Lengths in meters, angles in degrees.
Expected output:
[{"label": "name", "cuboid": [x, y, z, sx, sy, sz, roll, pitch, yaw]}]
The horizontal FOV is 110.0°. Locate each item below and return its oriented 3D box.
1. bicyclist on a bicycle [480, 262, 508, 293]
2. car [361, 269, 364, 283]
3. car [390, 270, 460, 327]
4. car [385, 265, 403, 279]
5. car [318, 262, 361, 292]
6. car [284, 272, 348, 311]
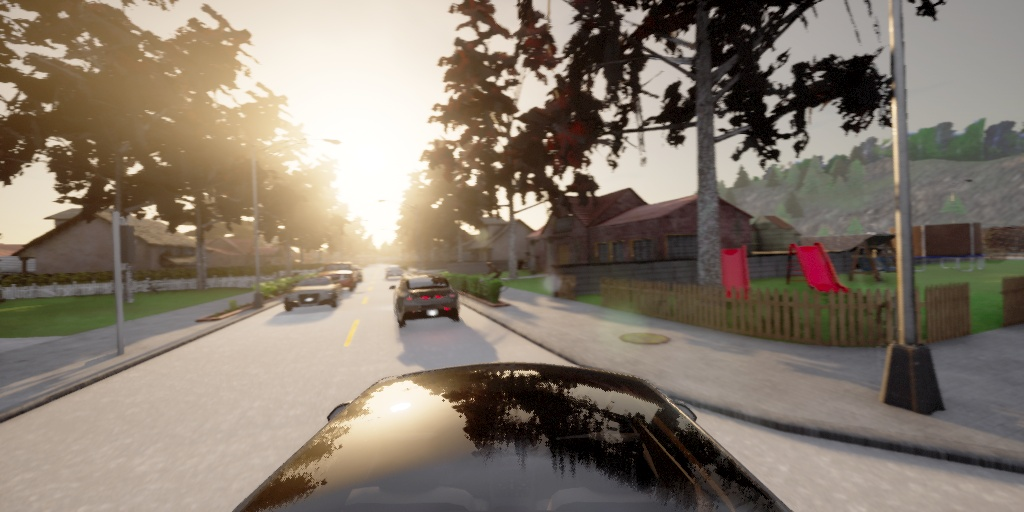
[{"label": "bicyclist on a bicycle", "cuboid": [-1.013, 1.138, 18.986, 1.656, 1.620, 0.582, -2, 0, -20]}, {"label": "car", "cuboid": [-15.711, 1.701, 35.021, 2.097, 1.767, 4.553, -2, 0, -20]}, {"label": "car", "cuboid": [-3.062, 1.372, 12.357, 1.837, 1.490, 4.892, -2, 0, -20]}, {"label": "car", "cuboid": [-13.224, 1.781, 40.273, 1.812, 1.442, 4.674, -2, 0, -19]}, {"label": "car", "cuboid": [-12.309, 1.441, 25.540, 2.150, 2.045, 5.566, -2, 0, -20]}, {"label": "car", "cuboid": [-9.137, 1.662, 16.798, 1.994, 1.385, 4.181, -2, 0, -20]}]
